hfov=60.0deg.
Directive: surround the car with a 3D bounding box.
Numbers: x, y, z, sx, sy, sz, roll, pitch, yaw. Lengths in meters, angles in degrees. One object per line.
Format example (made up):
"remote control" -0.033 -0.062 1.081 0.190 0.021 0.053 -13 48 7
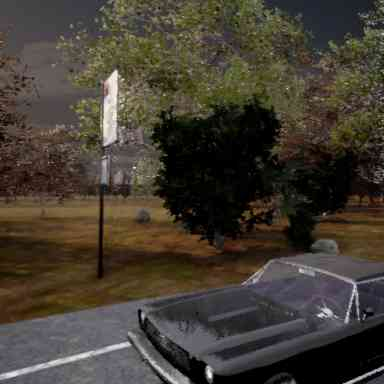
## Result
"car" 1.626 1.606 4.450 4.718 1.301 1.895 0 0 -30
